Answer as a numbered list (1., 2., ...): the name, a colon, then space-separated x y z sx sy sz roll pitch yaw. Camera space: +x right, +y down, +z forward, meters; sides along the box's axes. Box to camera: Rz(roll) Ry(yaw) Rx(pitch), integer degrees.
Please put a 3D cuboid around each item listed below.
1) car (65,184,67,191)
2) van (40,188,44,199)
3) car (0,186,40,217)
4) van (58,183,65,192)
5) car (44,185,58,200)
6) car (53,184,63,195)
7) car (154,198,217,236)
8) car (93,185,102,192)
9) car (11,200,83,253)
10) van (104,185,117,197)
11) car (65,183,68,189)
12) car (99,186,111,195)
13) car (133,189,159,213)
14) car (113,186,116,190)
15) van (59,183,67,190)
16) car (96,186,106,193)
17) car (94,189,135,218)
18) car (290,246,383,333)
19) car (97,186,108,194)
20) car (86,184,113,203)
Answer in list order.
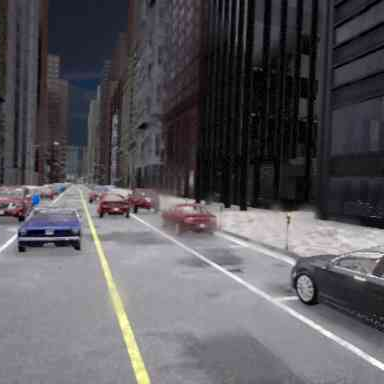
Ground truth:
1. car: -26.698 -0.604 66.582 1.947 1.339 4.313 1 1 -19
2. van: -11.992 0.463 23.966 1.690 1.788 3.998 1 1 -19
3. car: -10.154 0.601 18.639 2.192 1.841 5.009 1 1 -19
4. van: -24.854 -0.668 61.251 1.690 1.788 3.998 1 1 -19
5. car: -17.511 0.178 39.949 1.887 1.381 4.507 1 1 -19
6. car: -21.186 -0.122 50.602 1.947 1.339 4.313 1 1 -19
7. car: -0.275 1.227 16.118 1.887 1.381 4.507 1 1 -19
8. car: -24.156 -0.980 85.353 1.967 1.590 4.097 1 1 -19
9. car: -4.917 1.198 11.912 1.895 1.301 4.718 2 1 -19
10. van: -13.129 -0.116 53.395 1.690 1.788 3.998 1 1 -19
11. car: -28.536 -0.765 71.908 1.947 1.339 4.313 1 1 -19
12. car: -16.807 -0.338 64.049 1.967 1.590 4.097 1 1 -19
13. car: -3.942 0.668 26.765 2.192 1.841 5.009 1 1 -19
14. car: -11.353 0.224 48.233 1.752 1.417 4.829 1 1 -19
15. van: -34.041 -1.471 87.883 1.690 1.788 3.998 1 1 -19
16. car: -20.485 -0.548 74.703 2.008 1.369 4.403 1 1 -19
17. car: -5.442 0.852 22.792 1.882 1.535 5.008 2 1 -19
18. car: 3.399 1.564 5.466 2.008 1.369 4.403 2 1 -19
19. car: -18.702 -0.418 69.538 1.752 1.417 4.829 1 1 -19
20. car: -10.516 0.275 37.529 2.097 1.767 4.553 2 1 -19
